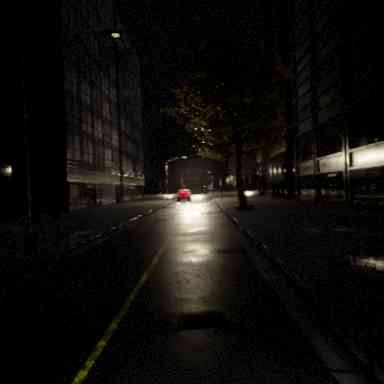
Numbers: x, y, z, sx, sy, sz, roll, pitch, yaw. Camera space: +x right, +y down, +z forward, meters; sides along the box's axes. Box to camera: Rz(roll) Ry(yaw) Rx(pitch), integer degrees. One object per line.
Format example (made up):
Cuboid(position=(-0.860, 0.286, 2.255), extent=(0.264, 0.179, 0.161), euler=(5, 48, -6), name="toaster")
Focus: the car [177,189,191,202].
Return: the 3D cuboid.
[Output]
Cuboid(position=(-1.335, 0.596, 56.888), extent=(2.150, 2.045, 5.566), euler=(-2, 1, 2), name="car")
